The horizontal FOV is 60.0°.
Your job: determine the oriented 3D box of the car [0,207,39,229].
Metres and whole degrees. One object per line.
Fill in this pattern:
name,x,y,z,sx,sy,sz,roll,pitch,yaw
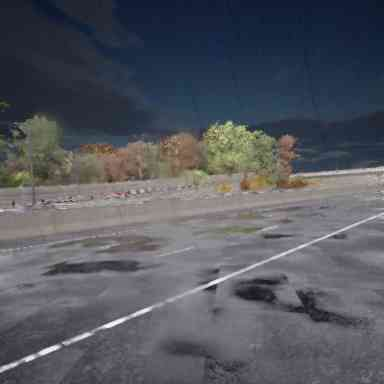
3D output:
car,-14.489,2.043,25.387,1.812,1.442,4.674,-3,0,40

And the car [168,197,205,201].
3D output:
car,0.077,1.277,37.350,1.882,1.535,5.008,-3,0,40

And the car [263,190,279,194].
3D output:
car,12.153,0.556,51.749,2.097,1.767,4.553,-3,0,40

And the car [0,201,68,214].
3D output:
car,-11.555,1.734,23.452,2.097,1.767,4.553,-3,0,40

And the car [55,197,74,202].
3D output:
car,-19.973,1.493,50.464,1.882,1.535,5.008,-3,1,17

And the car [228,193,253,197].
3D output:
car,8.026,0.889,52.270,2.128,1.511,4.902,-3,0,40

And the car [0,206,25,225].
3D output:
car,-16.874,2.048,27.876,1.895,1.301,4.718,4,5,39

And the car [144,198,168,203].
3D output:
car,-2.688,1.473,39.493,2.033,1.411,5.357,-3,0,40

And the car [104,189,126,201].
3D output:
car,-15.066,0.524,65.535,2.150,2.045,5.566,-3,3,20

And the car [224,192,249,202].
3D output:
car,7.721,0.908,57.319,1.837,1.490,4.892,-3,0,40
